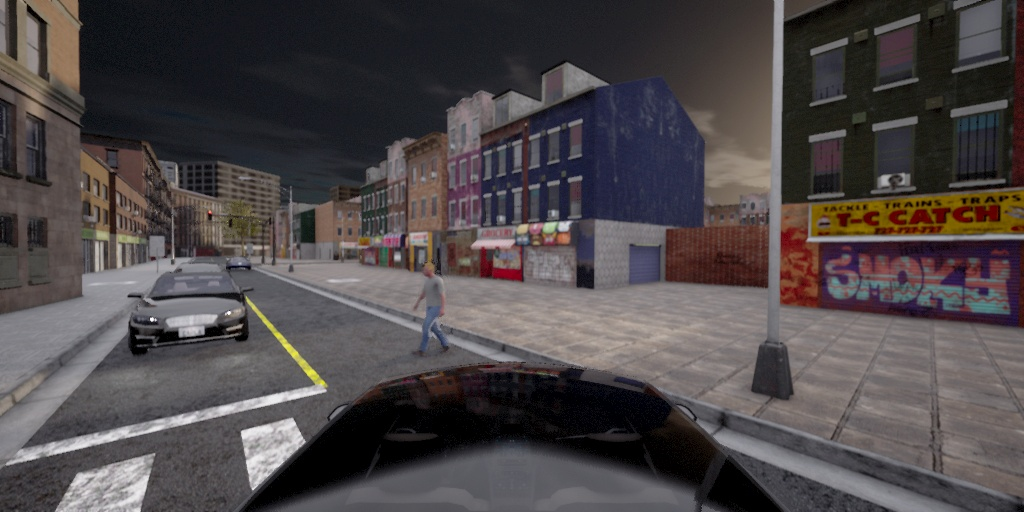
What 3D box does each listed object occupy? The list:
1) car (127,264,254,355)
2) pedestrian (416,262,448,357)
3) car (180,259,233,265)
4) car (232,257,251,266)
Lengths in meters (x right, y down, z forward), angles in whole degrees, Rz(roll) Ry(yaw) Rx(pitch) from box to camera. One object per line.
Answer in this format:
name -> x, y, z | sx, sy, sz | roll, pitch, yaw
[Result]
car -> -7.578, 1.125, 8.630 | 2.128, 1.511, 4.902 | 0, 1, -39
pedestrian -> -1.530, 0.968, 6.869 | 0.375, 1.860, 0.375 | -1, 1, -41
car -> -13.711, 0.997, 15.746 | 1.882, 1.535, 5.008 | -1, 1, -41
car -> -29.095, 0.742, 38.150 | 1.994, 1.385, 4.181 | -1, 1, -40
